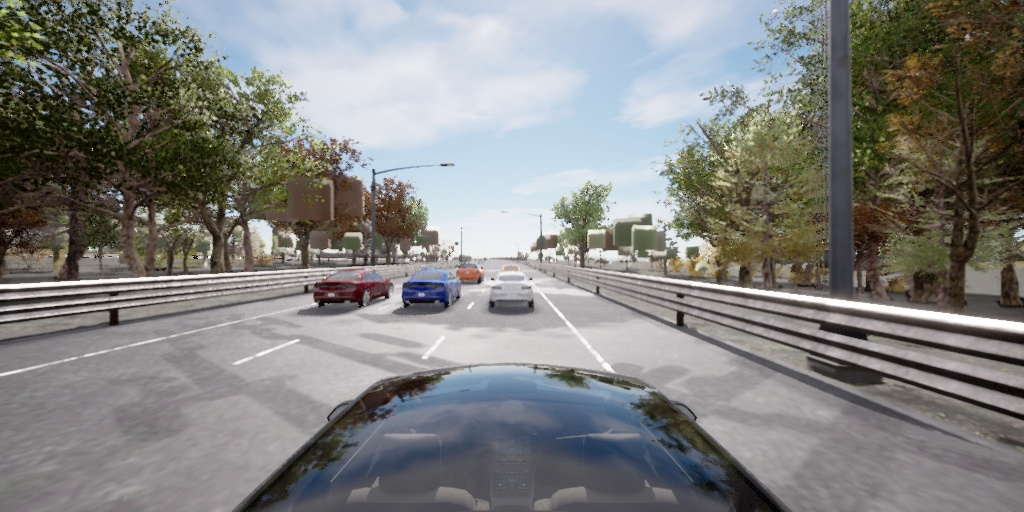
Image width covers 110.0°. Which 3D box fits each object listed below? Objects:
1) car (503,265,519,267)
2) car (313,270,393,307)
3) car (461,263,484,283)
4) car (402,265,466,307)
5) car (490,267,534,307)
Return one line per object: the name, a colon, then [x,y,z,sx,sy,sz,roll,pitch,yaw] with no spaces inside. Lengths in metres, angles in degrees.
car: [-0.081,1.504,31.430,1.882,1.535,5.008,0,0,0]
car: [-7.015,1.365,16.383,1.882,1.535,5.008,0,0,0]
car: [-3.581,1.373,31.014,2.097,1.767,4.553,0,-1,0]
car: [-3.515,1.365,16.402,1.882,1.535,5.008,0,0,0]
car: [-0.015,1.412,16.301,1.812,1.442,4.674,0,0,0]
